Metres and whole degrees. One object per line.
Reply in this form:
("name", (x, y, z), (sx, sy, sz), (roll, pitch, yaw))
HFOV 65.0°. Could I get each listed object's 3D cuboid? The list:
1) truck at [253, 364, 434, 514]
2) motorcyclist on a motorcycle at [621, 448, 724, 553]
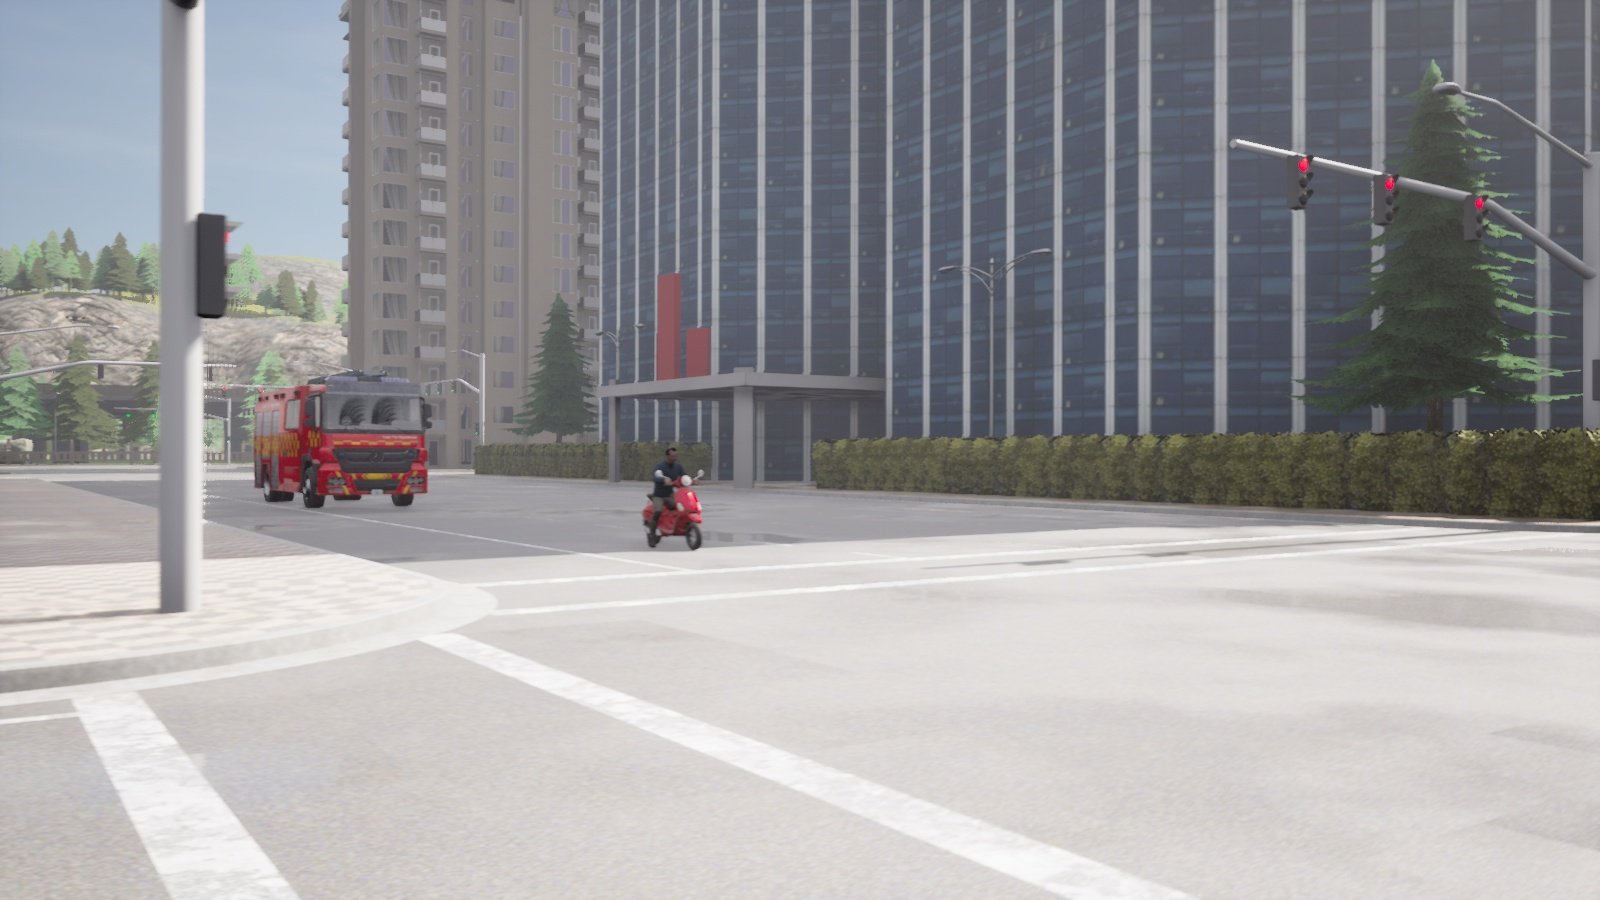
("truck", (-13.447, -0.269, 36.483), (2.891, 3.827, 8.468), (0, 0, -35))
("motorcyclist on a motorcycle", (-2.050, 0.768, 19.985), (0.866, 1.590, 1.817), (0, 0, -35))
